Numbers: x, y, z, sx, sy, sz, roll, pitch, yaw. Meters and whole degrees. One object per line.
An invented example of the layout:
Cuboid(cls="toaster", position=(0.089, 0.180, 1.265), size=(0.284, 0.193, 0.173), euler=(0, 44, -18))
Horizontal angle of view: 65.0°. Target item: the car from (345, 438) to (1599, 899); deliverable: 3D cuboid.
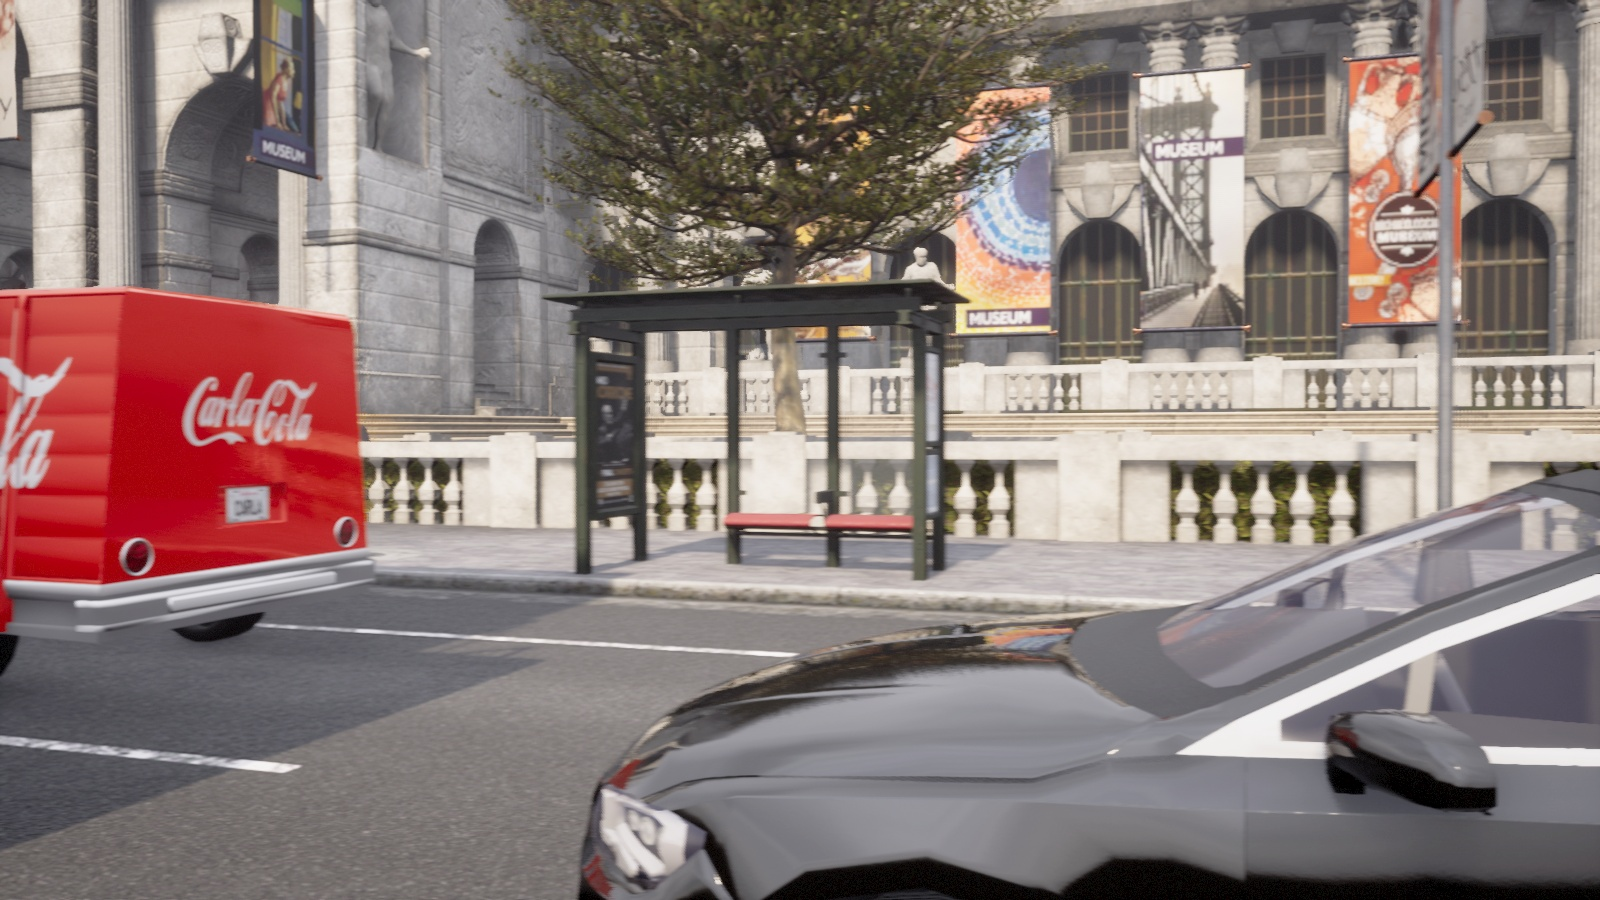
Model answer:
Cuboid(cls="car", position=(1.812, 0.748, 2.594), size=(4.902, 1.511, 2.128), euler=(1, 1, 18))

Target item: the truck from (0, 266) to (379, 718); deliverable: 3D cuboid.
Cuboid(cls="truck", position=(-6.013, 0.179, 8.905), size=(5.204, 2.467, 2.627), euler=(1, 1, 18))
